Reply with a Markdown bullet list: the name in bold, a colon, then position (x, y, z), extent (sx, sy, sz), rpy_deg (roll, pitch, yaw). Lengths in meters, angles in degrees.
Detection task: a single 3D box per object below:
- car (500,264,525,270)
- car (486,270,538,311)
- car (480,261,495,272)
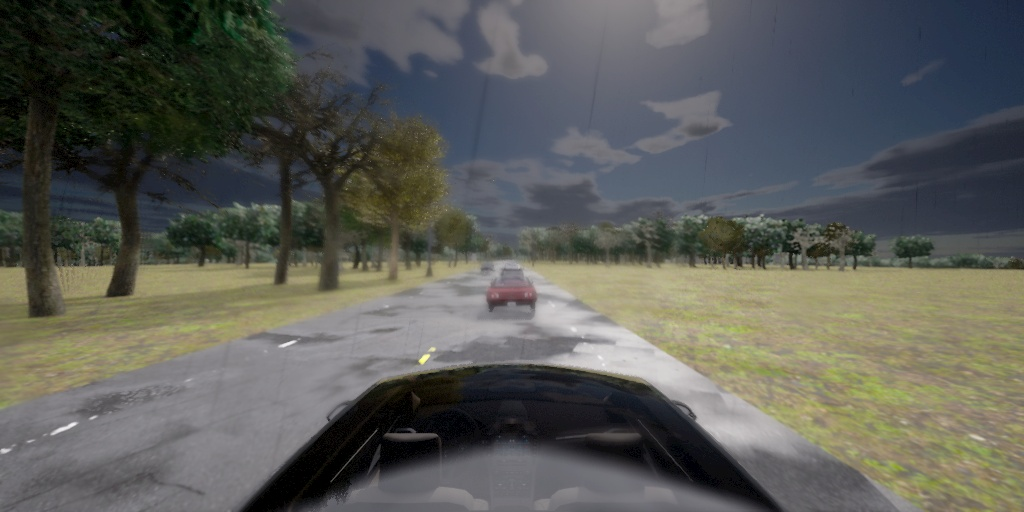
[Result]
- **car**: position (0.038, 1.442, 30.308), extent (2.128, 1.511, 4.902), rpy_deg (0, 0, 0)
- **car**: position (0.005, 1.452, 15.072), extent (1.895, 1.301, 4.718), rpy_deg (-1, 0, 0)
- **car**: position (-3.517, 1.551, 52.060), extent (1.837, 1.490, 4.892), rpy_deg (0, 0, 0)
